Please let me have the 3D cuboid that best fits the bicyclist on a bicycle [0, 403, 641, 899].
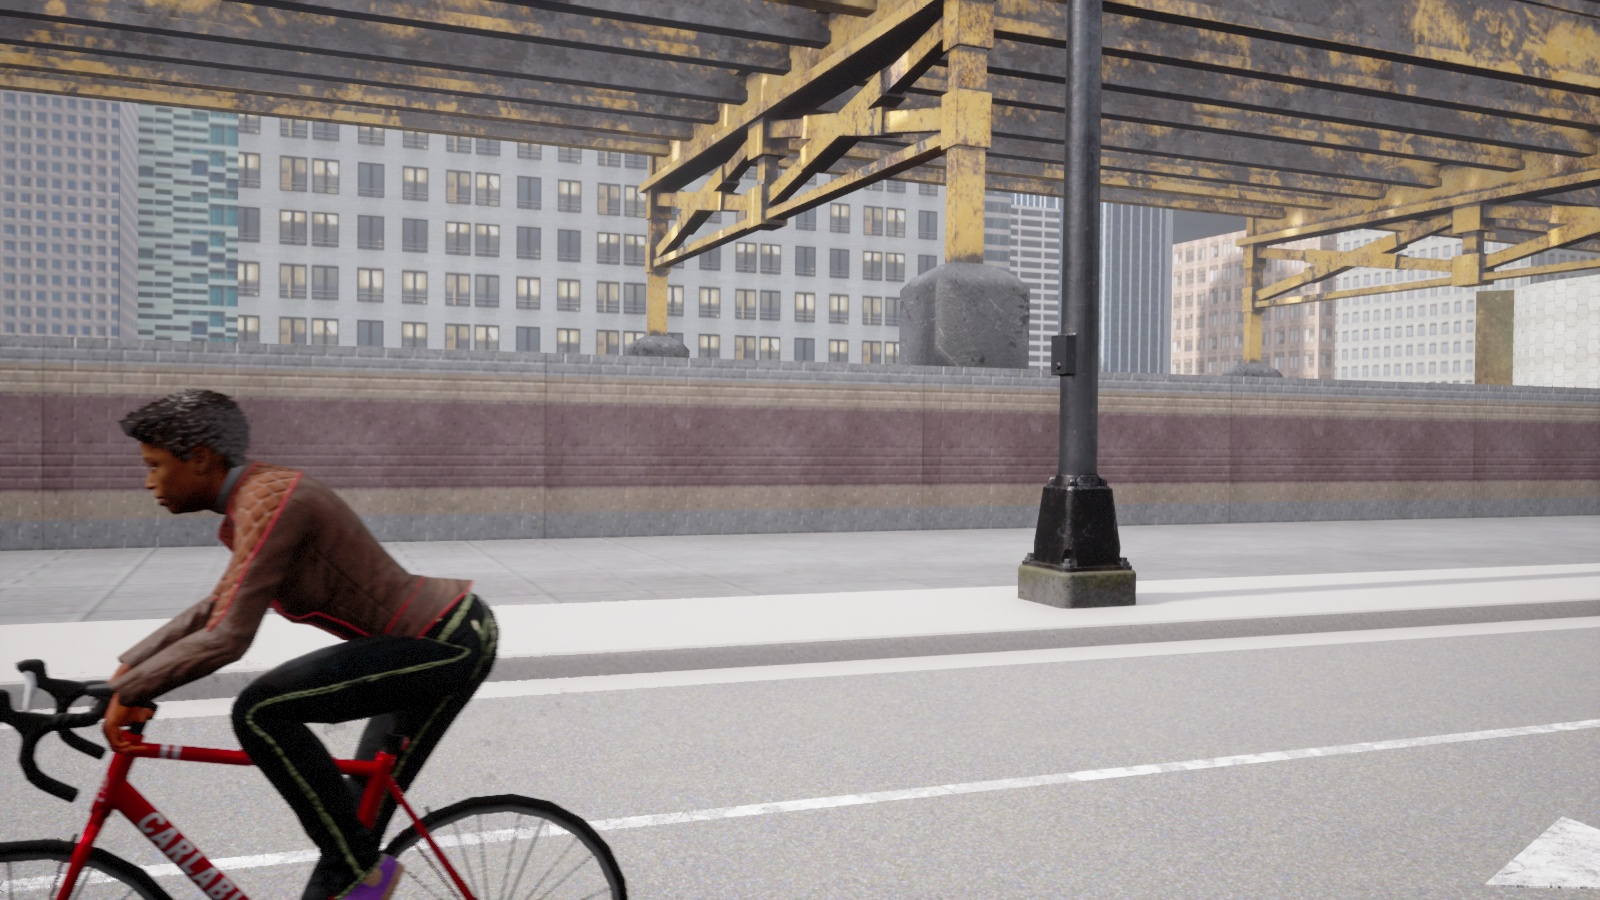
[{"bbox_3d":[-1.236,0.719,2.770,1.656,1.620,0.582,-1,1,-21],"label":"bicyclist on a bicycle"}]
